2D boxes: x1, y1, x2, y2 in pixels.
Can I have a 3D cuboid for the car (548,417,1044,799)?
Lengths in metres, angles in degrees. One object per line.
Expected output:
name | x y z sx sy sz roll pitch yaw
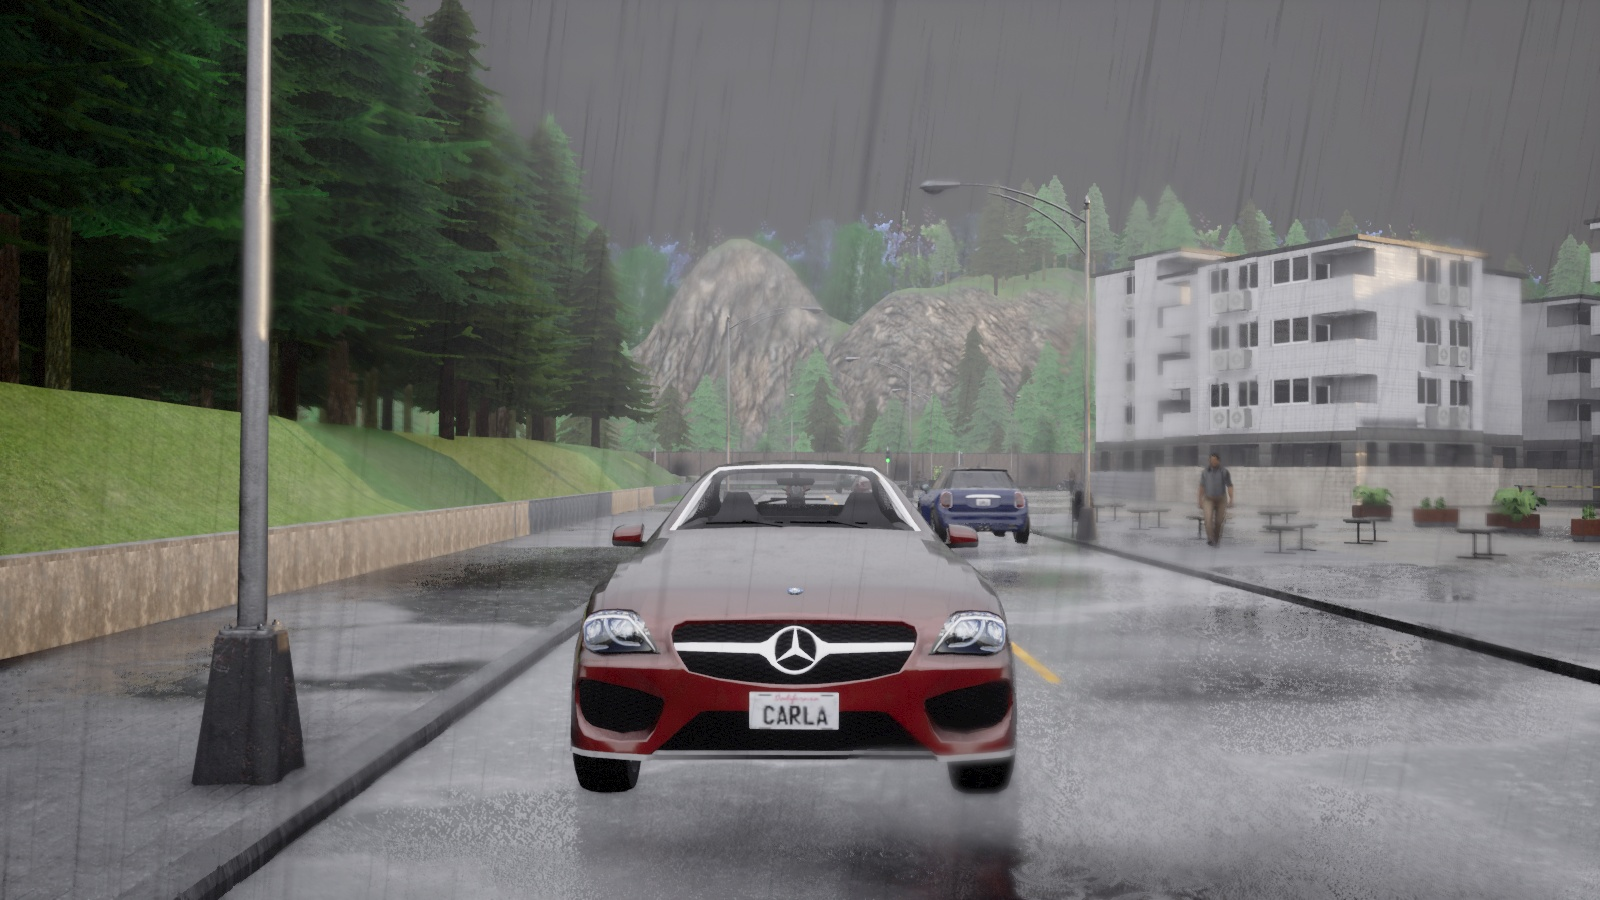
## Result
car | -0.024 0.727 7.983 2.152 1.651 5.027 0 -1 0

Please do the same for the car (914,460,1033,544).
car | 3.916 1.144 29.063 2.097 1.767 4.553 0 -1 0

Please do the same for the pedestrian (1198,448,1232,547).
pedestrian | 7.867 0.892 23.815 0.540 1.848 0.694 -1 -1 23
